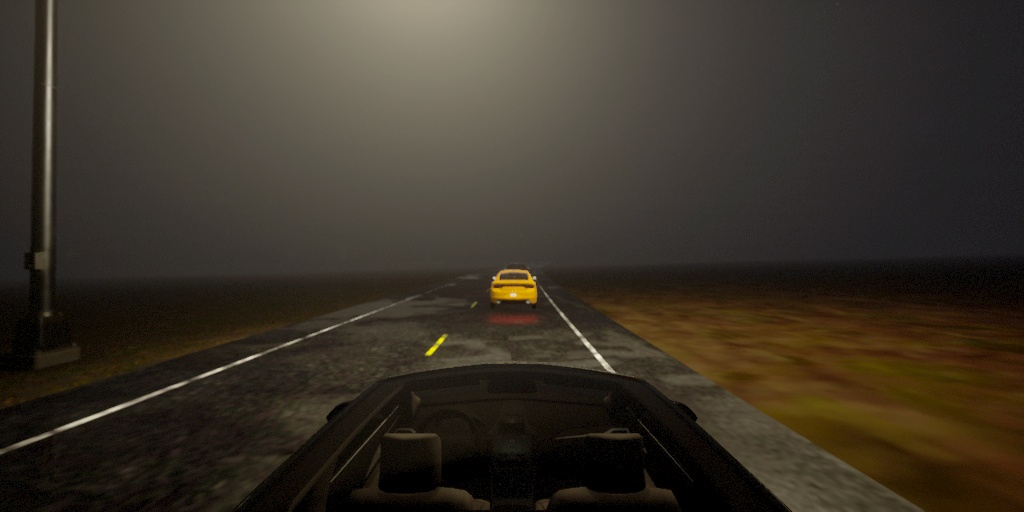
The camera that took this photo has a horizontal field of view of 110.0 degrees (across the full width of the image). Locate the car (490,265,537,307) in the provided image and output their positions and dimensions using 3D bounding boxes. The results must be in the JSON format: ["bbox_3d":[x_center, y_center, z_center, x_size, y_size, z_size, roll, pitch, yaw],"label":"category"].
[{"bbox_3d":[0.100,1.362,16.273,1.882,1.535,5.008,0,0,1],"label":"car"}]

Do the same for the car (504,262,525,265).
[{"bbox_3d":[0.444,1.365,30.831,2.097,1.767,4.553,0,-1,2],"label":"car"}]
